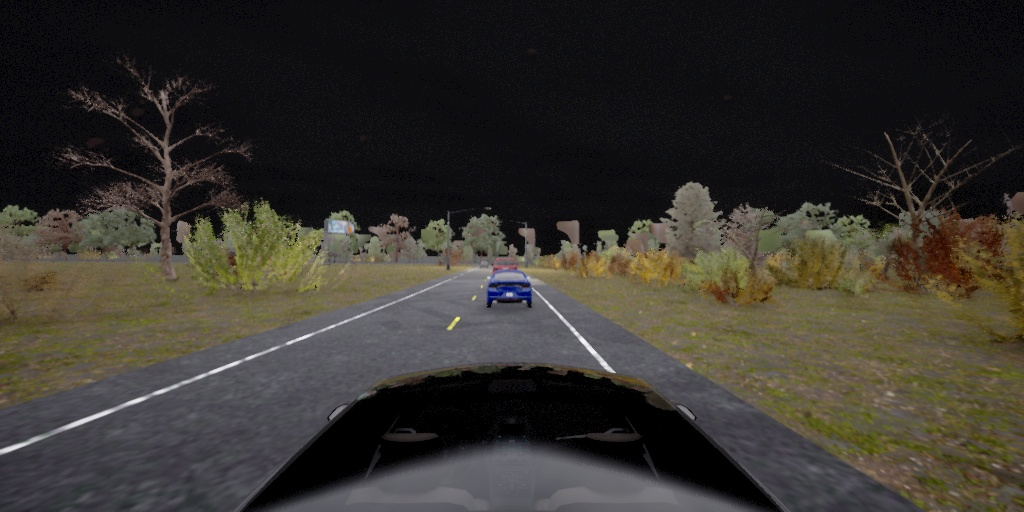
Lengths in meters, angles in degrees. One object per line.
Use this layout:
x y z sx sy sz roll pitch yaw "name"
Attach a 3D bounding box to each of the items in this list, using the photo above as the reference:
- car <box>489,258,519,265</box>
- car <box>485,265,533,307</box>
-0.598 1.219 30.964 2.150 2.045 5.566 0 0 -2 "car"
-0.140 1.359 16.408 1.882 1.535 5.008 0 0 -1 "car"
